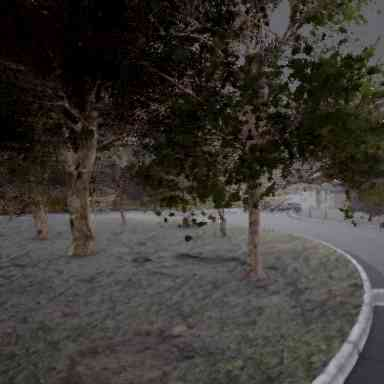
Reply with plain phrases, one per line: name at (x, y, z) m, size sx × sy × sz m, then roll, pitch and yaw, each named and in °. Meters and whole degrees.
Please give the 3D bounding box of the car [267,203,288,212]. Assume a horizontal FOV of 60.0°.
car at (12.554, 2.282, 48.492) m, size 1.895 × 1.301 × 4.718 m, roll -1°, pitch -2°, yaw 19°

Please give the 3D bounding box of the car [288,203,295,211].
car at (16.078, 2.613, 57.964) m, size 2.033 × 1.411 × 5.357 m, roll -1°, pitch -2°, yaw 23°

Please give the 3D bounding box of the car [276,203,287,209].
car at (21.387, 3.327, 78.935) m, size 1.895 × 1.301 × 4.718 m, roll -1°, pitch -2°, yaw 23°

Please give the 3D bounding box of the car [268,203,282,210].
car at (17.381, 3.049, 69.427) m, size 2.033 × 1.411 × 5.357 m, roll -1°, pitch -2°, yaw 23°

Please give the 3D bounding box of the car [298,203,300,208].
car at (20.862, 3.024, 69.319) m, size 1.837 × 1.490 × 4.892 m, roll -1°, pitch -2°, yaw 23°

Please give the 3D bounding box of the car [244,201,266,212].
car at (8.861, 1.870, 47.853) m, size 2.150 × 2.045 × 5.566 m, roll -1°, pitch -2°, yaw 19°
